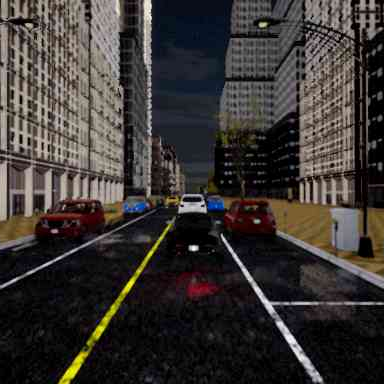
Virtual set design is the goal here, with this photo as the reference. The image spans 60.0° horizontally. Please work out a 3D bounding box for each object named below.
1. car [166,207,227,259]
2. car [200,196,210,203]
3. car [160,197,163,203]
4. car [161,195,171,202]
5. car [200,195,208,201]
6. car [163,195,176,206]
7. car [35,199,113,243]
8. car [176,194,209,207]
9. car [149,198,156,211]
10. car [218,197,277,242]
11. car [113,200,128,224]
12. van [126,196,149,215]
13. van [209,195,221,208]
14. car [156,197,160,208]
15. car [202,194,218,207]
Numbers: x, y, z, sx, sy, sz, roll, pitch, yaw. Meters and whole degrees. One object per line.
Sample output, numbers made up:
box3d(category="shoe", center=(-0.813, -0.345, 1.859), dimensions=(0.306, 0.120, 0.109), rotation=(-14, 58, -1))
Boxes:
box3d(category="car", center=(0.064, 1.495, 12.567), dimensions=(1.837, 1.490, 4.892), rotation=(0, -1, 0))
box3d(category="car", center=(2.674, 1.571, 67.443), dimensions=(1.802, 1.307, 4.206), rotation=(0, 0, 0))
box3d(category="car", center=(-5.689, 1.537, 61.780), dimensions=(2.008, 1.369, 4.403), rotation=(0, 0, 0))
box3d(category="car", center=(-5.688, 1.431, 73.158), dimensions=(1.967, 1.590, 4.097), rotation=(0, 0, 0))
box3d(category="car", center=(2.996, 1.454, 86.209), dimensions=(1.801, 1.575, 5.366), rotation=(0, 0, 0))
box3d(category="car", center=(-3.074, 1.461, 52.847), dimensions=(1.882, 1.535, 5.008), rotation=(0, 0, 0))
box3d(category="car", center=(-5.684, 1.306, 16.268), dimensions=(2.192, 1.841, 5.009), rotation=(0, 0, 0))
box3d(category="car", center=(0.064, 1.210, 28.006), dimensions=(2.150, 2.045, 5.566), rotation=(0, 0, 0))
box3d(category="car", center=(-5.687, 1.424, 39.023), dimensions=(1.967, 1.590, 4.097), rotation=(0, 0, 0))
box3d(category="car", center=(2.701, 1.306, 16.242), dimensions=(2.192, 1.841, 5.009), rotation=(0, 0, 0))
box3d(category="car", center=(-5.686, 1.514, 21.787), dimensions=(1.752, 1.417, 4.829), rotation=(0, 0, 0))
box3d(category="van", center=(-5.686, 1.326, 33.334), dimensions=(1.690, 1.788, 3.998), rotation=(0, 0, 0))
box3d(category="van", center=(2.702, 1.325, 38.998), dimensions=(1.690, 1.788, 3.998), rotation=(0, 0, 0))
box3d(category="car", center=(-5.687, 1.508, 44.542), dimensions=(1.752, 1.417, 4.829), rotation=(0, 0, 0))
box3d(category="car", center=(2.703, 1.299, 50.377), dimensions=(2.192, 1.841, 5.009), rotation=(0, 0, 0))
